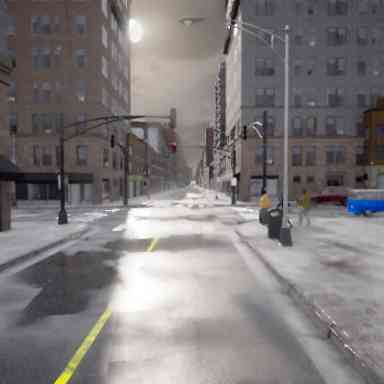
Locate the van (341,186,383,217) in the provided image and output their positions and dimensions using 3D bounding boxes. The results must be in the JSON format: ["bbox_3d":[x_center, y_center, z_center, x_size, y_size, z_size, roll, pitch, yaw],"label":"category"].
[{"bbox_3d":[12.216,0.698,21.532,3.998,1.788,1.690,-1,2,0],"label":"van"}]

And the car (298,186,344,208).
[{"bbox_3d":[12.237,0.414,30.052,5.009,1.841,2.192,-1,2,0],"label":"car"}]

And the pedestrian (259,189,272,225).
[{"bbox_3d":[3.663,0.756,16.463,0.375,1.860,0.375,0,2,0],"label":"pedestrian"}]

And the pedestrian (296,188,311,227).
[{"bbox_3d":[5.347,0.748,15.854,0.375,1.860,0.375,0,2,0],"label":"pedestrian"}]

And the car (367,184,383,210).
[{"bbox_3d":[17.769,0.331,27.384,5.566,2.045,2.150,-1,2,0],"label":"car"}]

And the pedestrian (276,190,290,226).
[{"bbox_3d":[4.133,0.779,15.261,0.375,1.860,0.375,0,2,0],"label":"pedestrian"}]
